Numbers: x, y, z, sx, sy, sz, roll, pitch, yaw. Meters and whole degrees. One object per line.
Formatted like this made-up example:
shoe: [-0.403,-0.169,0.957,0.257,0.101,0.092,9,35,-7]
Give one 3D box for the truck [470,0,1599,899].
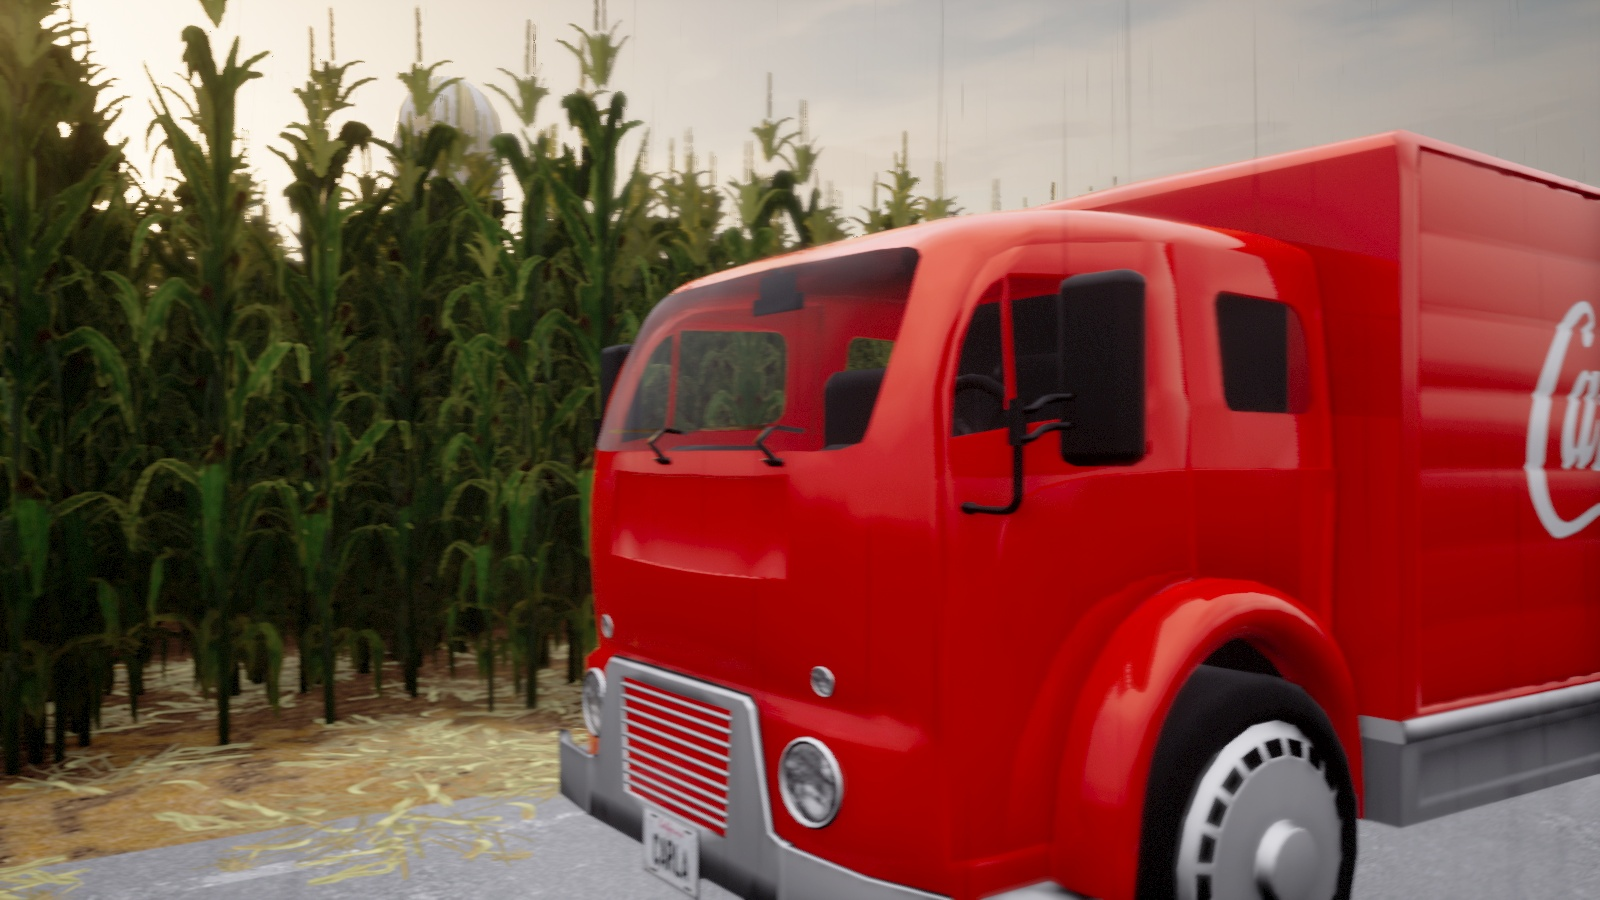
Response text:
truck: [1.717,0.267,4.858,5.204,2.467,2.627,0,0,-35]
